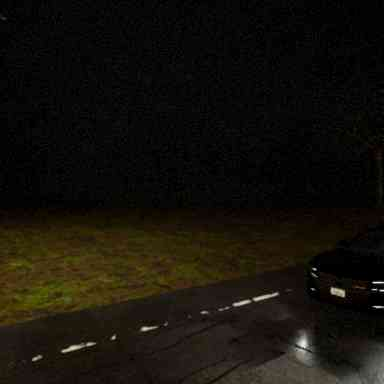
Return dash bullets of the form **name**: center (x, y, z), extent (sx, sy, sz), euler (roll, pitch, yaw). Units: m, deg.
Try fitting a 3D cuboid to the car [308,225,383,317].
- **car**: center (4.577, 1.488, 7.255), extent (5.008, 1.535, 1.882), euler (0, 0, -35)
